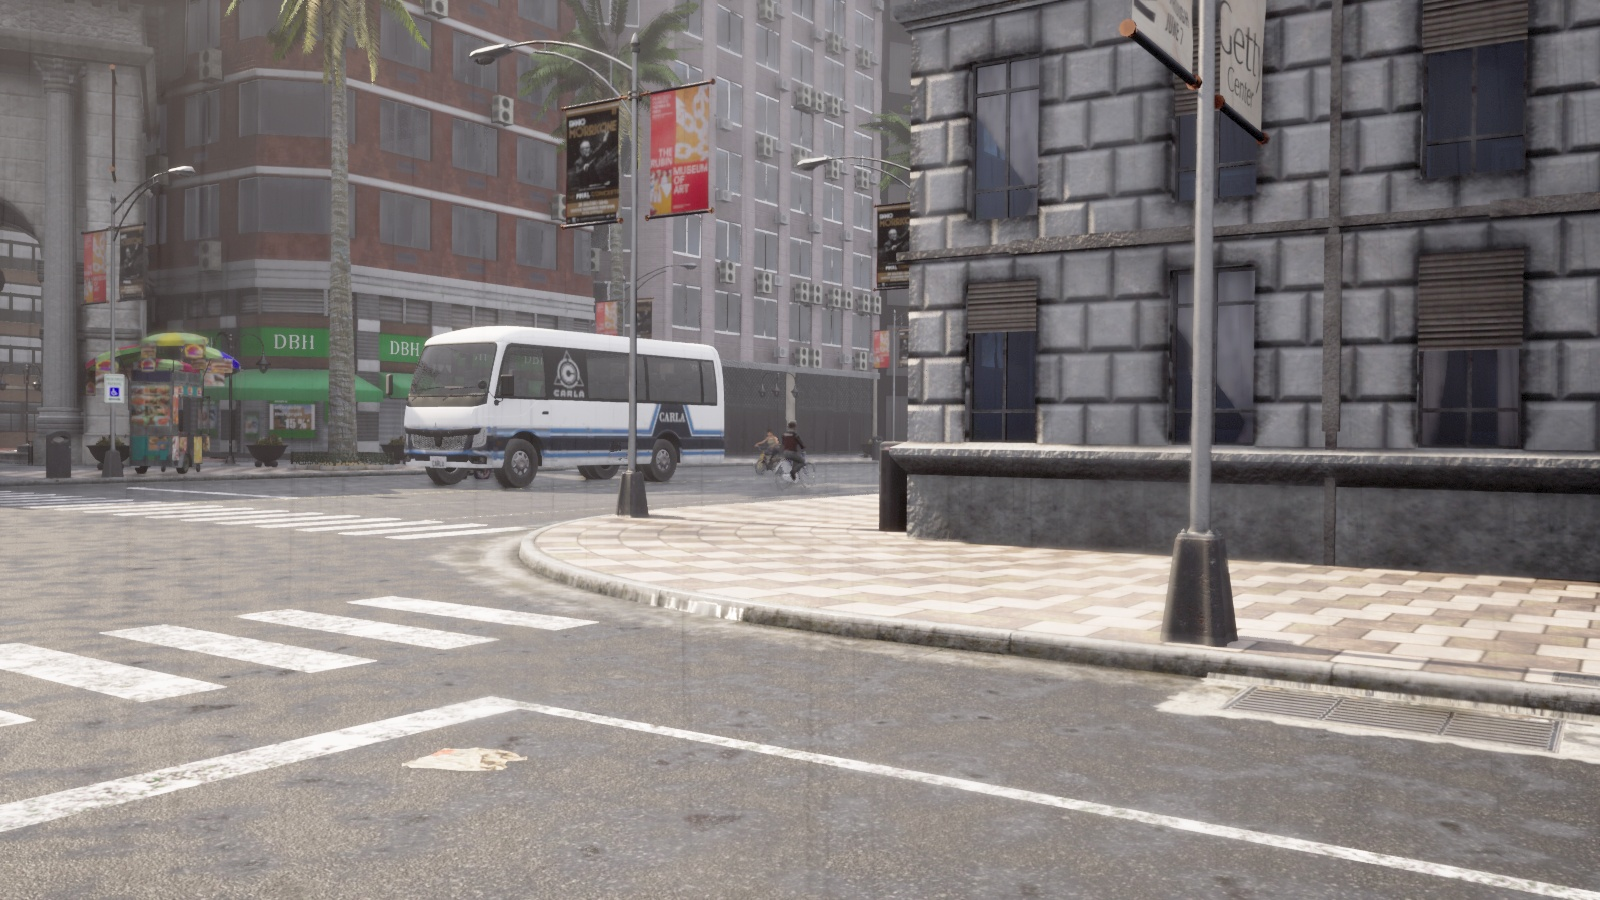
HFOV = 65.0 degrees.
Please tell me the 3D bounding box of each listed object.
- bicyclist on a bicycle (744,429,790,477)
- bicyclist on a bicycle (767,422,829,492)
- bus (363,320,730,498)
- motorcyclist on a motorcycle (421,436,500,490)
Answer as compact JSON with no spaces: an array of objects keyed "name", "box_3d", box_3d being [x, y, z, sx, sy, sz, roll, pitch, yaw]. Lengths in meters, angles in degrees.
[{"name":"bicyclist on a bicycle","box_3d":[-1.129,0.086,43.377,0.866,1.612,1.509,0,1,34]},{"name":"bicyclist on a bicycle","box_3d":[-0.042,0.158,32.512,0.659,1.776,1.843,0,1,34]},{"name":"bus","box_3d":[-6.667,-1.067,35.331,3.944,4.253,10.273,0,1,34]},{"name":"motorcyclist on a motorcycle","box_3d":[-9.892,0.355,36.708,0.866,1.530,2.191,0,1,34]}]
